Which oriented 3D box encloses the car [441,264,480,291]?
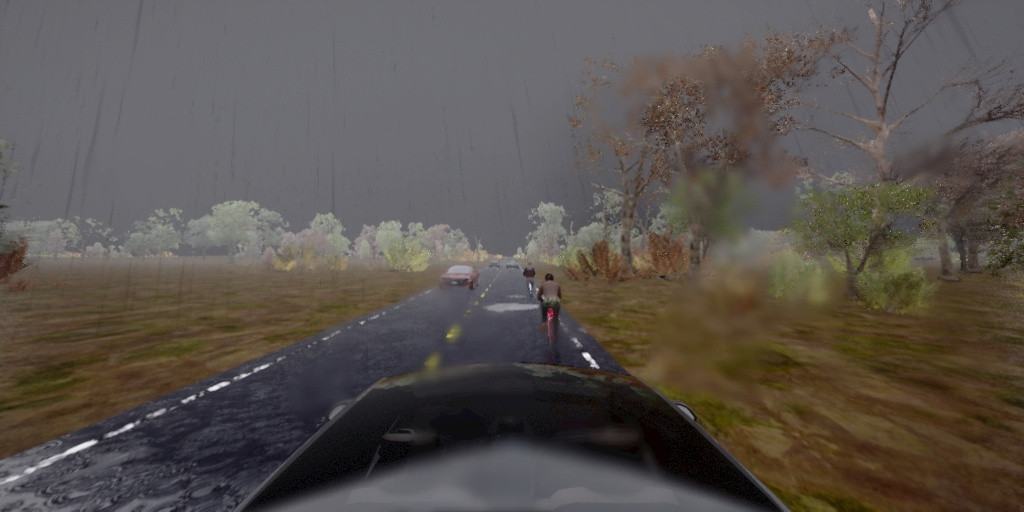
[{"bbox_3d":[-3.100,1.255,22.260,1.882,1.535,5.008,0,0,0],"label":"car"}]

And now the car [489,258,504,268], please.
[{"bbox_3d":[-3.043,1.378,63.555,2.033,1.411,5.357,0,0,1],"label":"car"}]

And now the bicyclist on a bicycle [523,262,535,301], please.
[{"bbox_3d":[0.815,1.138,16.709,0.659,1.776,1.843,-1,0,0],"label":"bicyclist on a bicycle"}]

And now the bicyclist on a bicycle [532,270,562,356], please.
[{"bbox_3d":[0.821,1.206,7.700,0.582,1.620,1.656,0,-1,0],"label":"bicyclist on a bicycle"}]

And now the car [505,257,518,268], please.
[{"bbox_3d":[0.098,1.392,61.965,1.994,1.385,4.181,0,0,0],"label":"car"}]
